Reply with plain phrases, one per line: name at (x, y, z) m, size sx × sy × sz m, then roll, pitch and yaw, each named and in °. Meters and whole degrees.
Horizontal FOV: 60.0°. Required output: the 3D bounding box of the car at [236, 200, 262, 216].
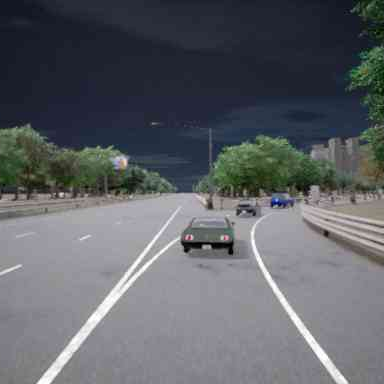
car at (5.528, 1.505, 32.081) m, size 1.837 × 1.490 × 4.892 m, roll -1°, pitch 0°, yaw 21°

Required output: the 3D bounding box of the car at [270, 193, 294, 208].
car at (12.763, 1.227, 46.914) m, size 2.150 × 2.045 × 5.566 m, roll 0°, pitch 0°, yaw 32°

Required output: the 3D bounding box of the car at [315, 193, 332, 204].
car at (24.041, 1.192, 61.457) m, size 2.150 × 2.045 × 5.566 m, roll 0°, pitch 0°, yaw 43°

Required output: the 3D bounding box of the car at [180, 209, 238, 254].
car at (0.821, 1.601, 13.599) m, size 1.895 × 1.301 × 4.718 m, roll 0°, pitch 0°, yaw 8°
